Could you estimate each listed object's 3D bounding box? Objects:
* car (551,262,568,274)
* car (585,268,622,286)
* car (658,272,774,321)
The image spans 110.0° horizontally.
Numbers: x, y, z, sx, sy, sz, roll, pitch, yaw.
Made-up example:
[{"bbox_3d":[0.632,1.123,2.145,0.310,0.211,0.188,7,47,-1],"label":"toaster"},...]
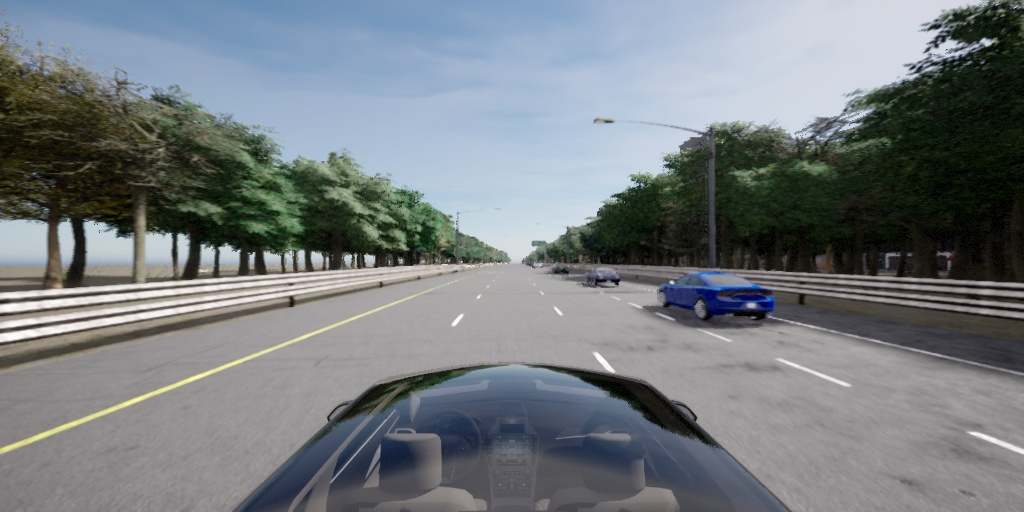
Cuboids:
[{"bbox_3d":[7.120,1.761,53.624,2.097,1.767,4.553,0,-1,0],"label":"car"},{"bbox_3d":[7.024,1.602,28.235,1.895,1.301,4.718,0,-1,0],"label":"car"},{"bbox_3d":[7.000,1.314,12.962,1.882,1.535,5.008,0,-1,0],"label":"car"}]
